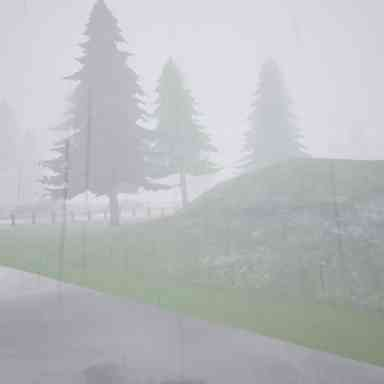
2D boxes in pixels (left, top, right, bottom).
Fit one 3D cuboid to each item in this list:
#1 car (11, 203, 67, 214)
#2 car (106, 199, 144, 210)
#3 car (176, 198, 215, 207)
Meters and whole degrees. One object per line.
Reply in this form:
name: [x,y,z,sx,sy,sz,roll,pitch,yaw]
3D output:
car: [-14.150,1.386,31.004,2.128,1.511,4.902,0,0,44]
car: [-7.517,1.466,37.335,4.181,1.385,1.994,0,0,-40]
car: [0.541,1.462,43.613,5.357,1.411,2.033,0,0,-35]
